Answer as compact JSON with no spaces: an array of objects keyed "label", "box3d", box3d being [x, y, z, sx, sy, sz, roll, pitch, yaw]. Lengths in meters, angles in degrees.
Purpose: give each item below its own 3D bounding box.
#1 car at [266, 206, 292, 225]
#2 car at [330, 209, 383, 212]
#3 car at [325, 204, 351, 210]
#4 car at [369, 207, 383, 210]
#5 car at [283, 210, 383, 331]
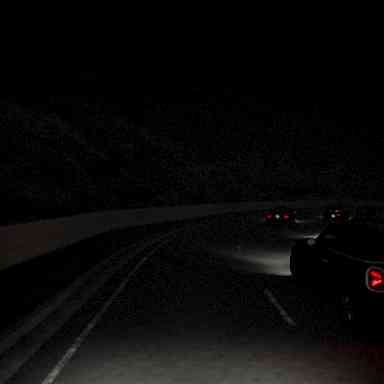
[{"label":"car","box3d":[7.051,1.836,26.064,2.033,1.411,5.357,0,-1,22]},{"label":"car","box3d":[7.590,1.658,13.933,1.837,1.490,4.892,0,-1,6]},{"label":"car","box3d":[13.434,1.845,30.841,1.837,1.490,4.892,-1,-1,30]},{"label":"car","box3d":[14.487,1.832,25.779,2.033,1.411,5.357,0,-1,25]},{"label":"car","box3d":[3.662,1.432,7.147,2.097,1.767,4.553,0,-1,1]}]
